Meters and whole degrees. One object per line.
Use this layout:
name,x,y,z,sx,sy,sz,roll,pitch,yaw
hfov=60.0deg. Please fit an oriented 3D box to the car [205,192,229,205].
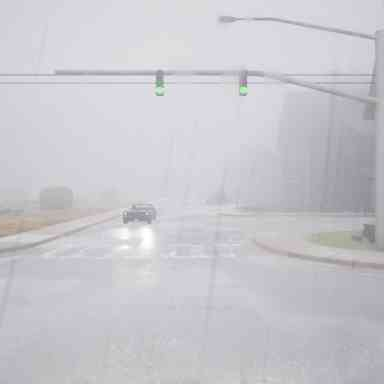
car,3.929,0.989,52.682,1.905,1.878,3.866,-8,4,-42

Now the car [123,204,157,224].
car,-3.686,1.521,24.065,1.895,1.301,4.718,0,0,0
